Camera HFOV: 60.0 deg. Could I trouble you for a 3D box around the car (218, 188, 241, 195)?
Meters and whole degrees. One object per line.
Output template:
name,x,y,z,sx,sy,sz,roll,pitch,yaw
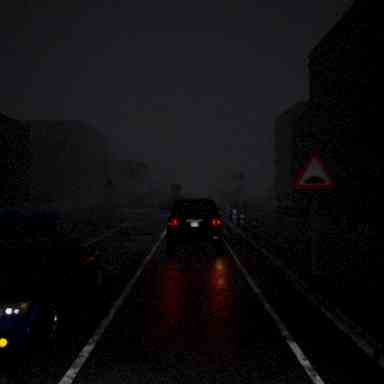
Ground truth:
car,8.146,-0.105,72.608,4.674,1.452,2.002,0,3,-1

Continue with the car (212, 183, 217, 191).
car,8.105,-0.642,78.101,5.566,2.045,2.435,0,2,-1

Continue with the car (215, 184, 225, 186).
car,8.077,-0.395,75.353,4.553,1.767,2.185,0,2,-1

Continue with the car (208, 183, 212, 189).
car,7.882,-1.042,94.633,5.008,1.535,2.097,0,2,-1

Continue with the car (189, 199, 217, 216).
car,1.146,1.412,31.990,1.895,1.301,4.718,0,1,13

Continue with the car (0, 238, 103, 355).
car,-3.076,1.584,6.160,1.994,1.385,4.181,0,0,0

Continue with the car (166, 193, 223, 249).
car,0.093,1.232,14.642,2.150,2.045,5.566,0,1,0

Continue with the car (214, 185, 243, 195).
car,7.990,-0.020,69.850,5.366,1.575,1.946,0,3,-1

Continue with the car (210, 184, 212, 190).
car,7.982,-0.732,86.372,4.892,1.521,2.231,0,2,-1
